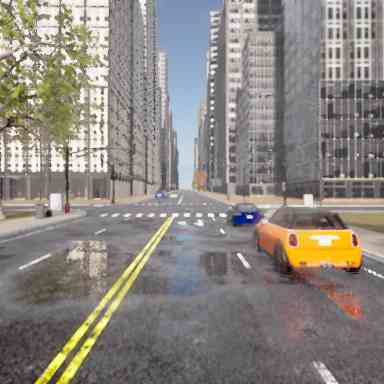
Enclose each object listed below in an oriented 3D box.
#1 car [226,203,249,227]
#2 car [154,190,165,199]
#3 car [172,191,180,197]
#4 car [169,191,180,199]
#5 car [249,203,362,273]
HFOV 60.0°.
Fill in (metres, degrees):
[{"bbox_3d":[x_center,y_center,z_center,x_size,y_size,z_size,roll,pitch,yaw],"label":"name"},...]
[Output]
[{"bbox_3d":[3.350,1.391,21.247,1.994,1.385,4.181,0,0,0],"label":"car"},{"bbox_3d":[-7.359,0.564,76.225,2.150,2.045,5.566,0,1,-1],"label":"car"},{"bbox_3d":[-4.377,0.526,91.945,2.097,1.767,4.553,0,1,-1],"label":"car"},{"bbox_3d":[-4.110,0.863,76.313,1.812,1.442,4.674,0,1,-1],"label":"car"},{"bbox_3d":[3.350,1.268,10.509,2.097,1.767,4.553,0,0,0],"label":"car"}]
